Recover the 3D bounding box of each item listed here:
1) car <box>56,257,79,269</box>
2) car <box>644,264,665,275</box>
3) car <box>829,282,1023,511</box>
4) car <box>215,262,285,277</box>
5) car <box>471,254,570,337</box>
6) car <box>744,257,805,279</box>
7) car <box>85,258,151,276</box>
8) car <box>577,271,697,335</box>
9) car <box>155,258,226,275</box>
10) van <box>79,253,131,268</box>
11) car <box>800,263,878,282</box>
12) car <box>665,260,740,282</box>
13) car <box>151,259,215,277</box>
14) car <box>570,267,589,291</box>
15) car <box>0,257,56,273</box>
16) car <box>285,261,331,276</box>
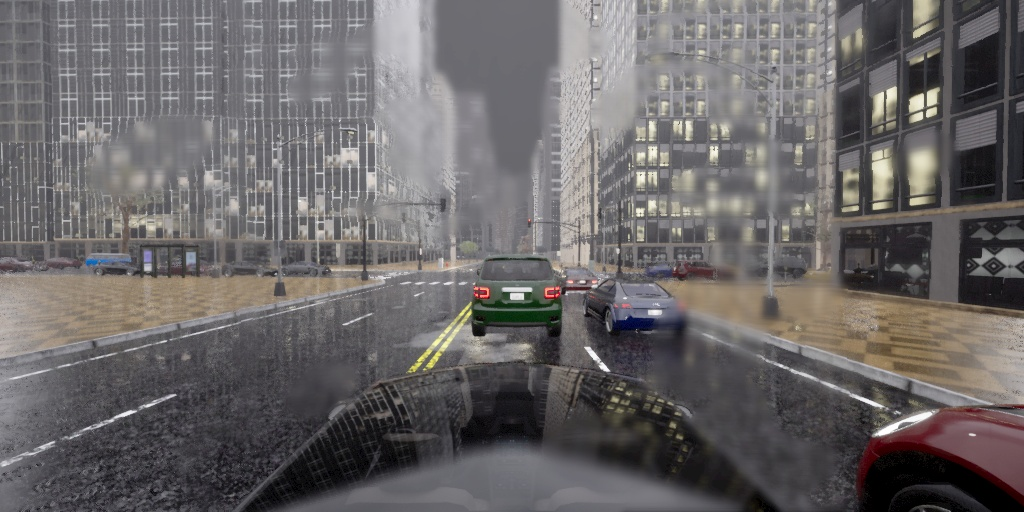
[{"bbox_3d":[-50.889,0.793,40.291,4.207,1.307,1.802,0,0,1],"label":"car"},{"bbox_3d":[14.682,1.424,33.149,4.674,1.442,1.812,0,1,1],"label":"car"},{"bbox_3d":[3.344,1.103,0.464,2.097,1.767,4.553,0,0,0],"label":"car"},{"bbox_3d":[-22.670,1.174,31.150,4.313,1.339,1.948,0,0,1],"label":"car"},{"bbox_3d":[0.118,0.967,10.415,2.150,2.045,5.566,0,0,0],"label":"car"},{"bbox_3d":[26.563,1.172,36.122,5.566,2.045,2.150,1,1,1],"label":"car"},{"bbox_3d":[-34.034,1.069,31.480,4.313,1.339,1.948,0,0,1],"label":"car"},{"bbox_3d":[3.375,1.310,10.508,1.994,1.385,4.181,0,0,-1],"label":"car"},{"bbox_3d":[-30.385,0.985,34.031,4.902,1.511,2.128,1,1,1],"label":"car"},{"bbox_3d":[-45.207,0.605,40.164,3.998,1.789,1.690,0,0,1],"label":"van"},{"bbox_3d":[27.701,1.578,30.321,4.829,1.417,1.751,0,0,1],"label":"car"},{"bbox_3d":[16.254,1.269,30.542,5.009,1.841,2.192,0,0,1],"label":"car"},{"bbox_3d":[-28.354,1.138,31.295,4.207,1.307,1.802,0,0,1],"label":"car"},{"bbox_3d":[3.390,1.288,19.750,2.033,1.411,5.357,0,0,0],"label":"car"},{"bbox_3d":[-47.531,0.862,34.454,4.674,1.442,1.812,0,1,2],"label":"car"},{"bbox_3d":[-19.398,1.157,33.784,4.181,1.385,1.994,1,1,1],"label":"car"}]
